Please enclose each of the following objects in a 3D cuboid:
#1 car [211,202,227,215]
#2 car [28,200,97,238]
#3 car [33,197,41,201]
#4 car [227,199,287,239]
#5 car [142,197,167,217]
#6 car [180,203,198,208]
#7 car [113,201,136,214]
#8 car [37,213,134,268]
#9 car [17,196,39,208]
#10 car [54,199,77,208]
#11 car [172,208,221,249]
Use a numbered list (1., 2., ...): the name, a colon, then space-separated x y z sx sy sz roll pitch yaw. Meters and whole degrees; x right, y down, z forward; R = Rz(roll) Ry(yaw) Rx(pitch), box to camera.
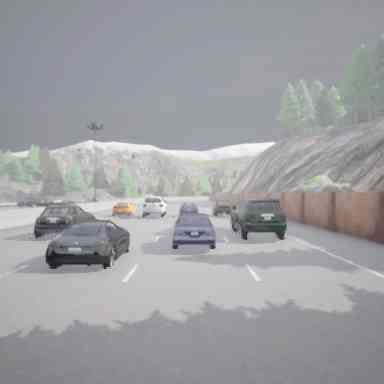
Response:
1. car: 3.160 1.794 35.365 1.837 1.490 4.892 0 0 -1
2. car: -6.993 1.506 18.793 2.097 1.767 4.553 0 0 -1
3. car: -25.527 2.078 58.488 1.895 1.301 4.718 0 0 -1
4. car: 3.521 1.371 18.343 2.150 2.045 5.566 0 -1 -1
5. car: -3.822 1.504 34.572 2.150 2.045 5.566 0 0 -1
6. car: -0.355 1.857 35.906 1.994 1.385 4.181 0 0 -1
7. car: -7.370 1.775 36.501 1.882 1.535 5.008 0 -1 -1
8. car: -3.415 1.660 11.674 1.994 1.385 4.181 0 0 0
9. car: -29.033 1.723 59.569 2.150 2.045 5.566 0 0 -1
10. car: -22.029 2.022 58.208 2.033 1.411 5.357 0 0 -1
11. car: 0.064 1.673 15.278 2.033 1.411 5.357 0 0 -1
